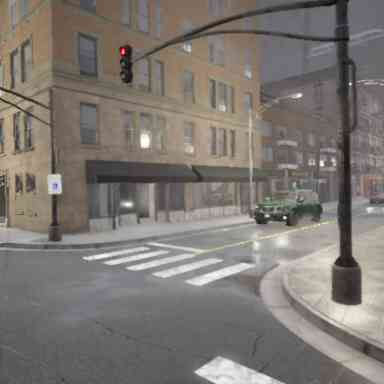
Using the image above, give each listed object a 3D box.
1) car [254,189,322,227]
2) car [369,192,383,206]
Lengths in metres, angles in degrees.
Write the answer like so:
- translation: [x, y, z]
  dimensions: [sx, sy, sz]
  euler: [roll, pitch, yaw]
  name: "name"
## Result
- translation: [5.908, 0.878, 20.021]
  dimensions: [2.150, 2.045, 5.566]
  euler: [-1, 1, 42]
  name: "car"
- translation: [21.042, 0.709, 36.640]
  dimensions: [1.882, 1.535, 5.008]
  euler: [-1, 0, 43]
  name: "car"
